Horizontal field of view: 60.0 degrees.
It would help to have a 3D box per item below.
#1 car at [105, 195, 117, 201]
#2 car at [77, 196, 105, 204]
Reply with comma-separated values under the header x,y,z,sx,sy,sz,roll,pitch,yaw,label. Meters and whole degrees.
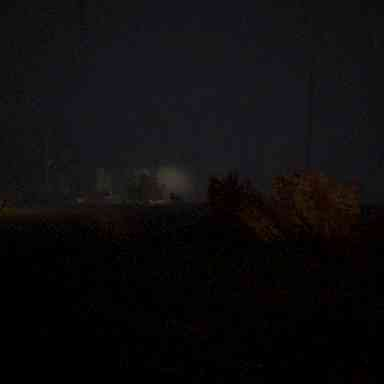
x,y,z,sx,sy,sz,roll,pitch,yaw,label
-18.160,1.260,75.721,1.895,1.301,4.718,1,0,30,car
-20.199,1.561,65.354,1.882,1.535,5.008,1,0,31,car
